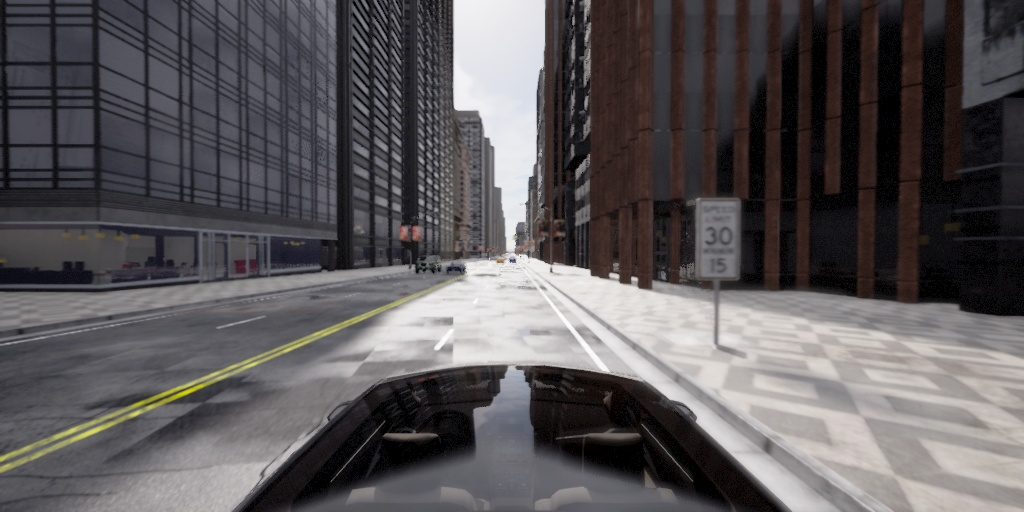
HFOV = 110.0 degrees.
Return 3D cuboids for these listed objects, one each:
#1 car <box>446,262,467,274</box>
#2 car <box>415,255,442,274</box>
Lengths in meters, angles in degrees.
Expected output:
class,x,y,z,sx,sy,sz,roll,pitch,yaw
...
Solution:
class,x,y,z,sx,sy,sz,roll,pitch,yaw
car,-6.429,1.334,41.732,1.895,1.301,4.718,0,0,0
car,-9.677,0.938,41.924,2.150,2.045,5.566,0,0,0
